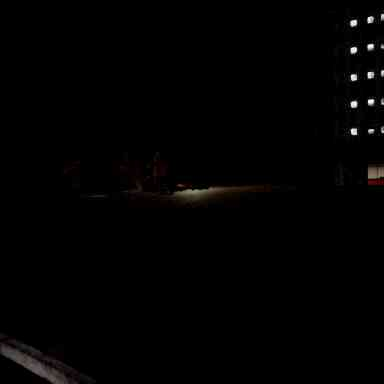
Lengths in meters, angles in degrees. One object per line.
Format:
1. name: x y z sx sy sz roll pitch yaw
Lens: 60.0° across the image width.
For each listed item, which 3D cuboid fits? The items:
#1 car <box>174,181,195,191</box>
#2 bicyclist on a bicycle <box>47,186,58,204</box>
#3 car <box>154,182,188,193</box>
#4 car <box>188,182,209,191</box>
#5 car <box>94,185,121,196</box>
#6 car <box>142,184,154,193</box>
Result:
1. car: -1.379 -1.201 63.769 2.097 1.767 4.553 0 2 29
2. bicyclist on a bicycle: -12.699 0.251 30.290 1.656 1.620 0.582 -1 2 33
3. car: -3.281 -0.593 53.757 2.033 1.411 5.357 0 2 30
4. car: 1.498 -0.966 62.255 1.895 1.301 4.718 0 2 29
5. car: -12.799 -0.261 50.700 1.812 1.442 4.674 0 2 31
6. car: -6.059 -0.585 55.445 2.033 1.411 5.357 0 2 30
